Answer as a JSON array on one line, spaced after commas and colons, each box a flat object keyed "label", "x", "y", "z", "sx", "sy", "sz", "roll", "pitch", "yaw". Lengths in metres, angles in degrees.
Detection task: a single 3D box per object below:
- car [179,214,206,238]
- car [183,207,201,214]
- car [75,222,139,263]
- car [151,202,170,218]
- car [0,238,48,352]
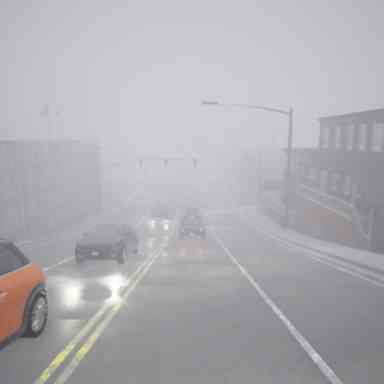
[{"label": "car", "x": 0.007, "y": 2.659, "z": 25.117, "sx": 1.895, "sy": 1.301, "sz": 4.718, "roll": 0, "pitch": 0, "yaw": 0}, {"label": "car", "x": 0.010, "y": 2.297, "z": 35.093, "sx": 1.994, "sy": 1.385, "sz": 4.181, "roll": 0, "pitch": 4, "yaw": 0}, {"label": "car", "x": -3.583, "y": 2.133, "z": 14.790, "sx": 1.882, "sy": 1.535, "sz": 5.008, "roll": 0, "pitch": -3, "yaw": 0}, {"label": "car", "x": -3.503, "y": 2.016, "z": 37.734, "sx": 1.837, "sy": 1.490, "sz": 4.892, "roll": 0, "pitch": 5, "yaw": 0}, {"label": "car", "x": -3.590, "y": 1.453, "z": 3.997, "sx": 2.097, "sy": 1.767, "sz": 4.553, "roll": 0, "pitch": -2, "yaw": 0}]
